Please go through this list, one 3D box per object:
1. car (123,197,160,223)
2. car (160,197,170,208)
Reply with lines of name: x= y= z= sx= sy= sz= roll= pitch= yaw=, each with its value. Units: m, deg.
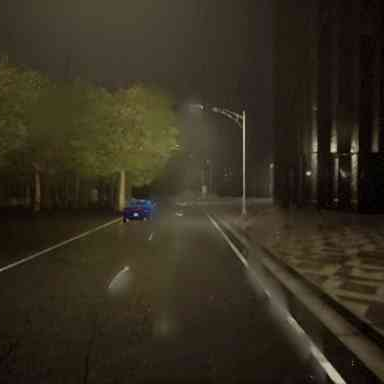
car: x=-3.661 y=1.305 z=23.980 sx=1.882 sy=1.535 sz=5.008 roll=0 pitch=0 yaw=-1
car: x=-3.864 y=1.281 z=41.502 sx=1.994 sy=1.385 sz=4.181 roll=0 pitch=0 yaw=-1
